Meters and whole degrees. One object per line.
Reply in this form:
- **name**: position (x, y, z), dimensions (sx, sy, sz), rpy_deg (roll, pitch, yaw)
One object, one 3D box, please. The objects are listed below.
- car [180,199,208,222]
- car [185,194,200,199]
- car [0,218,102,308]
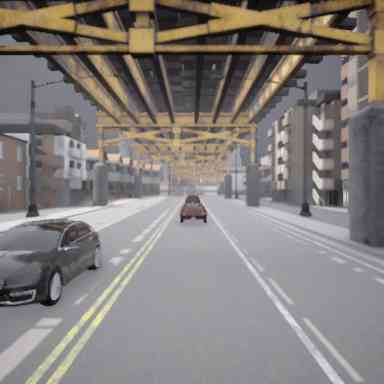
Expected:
- **car**: position (0.104, 1.413, 24.069), dimensions (1.895, 1.301, 4.718), rpy_deg (0, 1, 0)
- **car**: position (0.104, 1.012, 43.655), dimensions (1.882, 1.535, 5.008), rpy_deg (0, 1, 0)
- **car**: position (-3.589, 1.466, 8.067), dimensions (1.837, 1.490, 4.892), rpy_deg (0, 0, 0)
